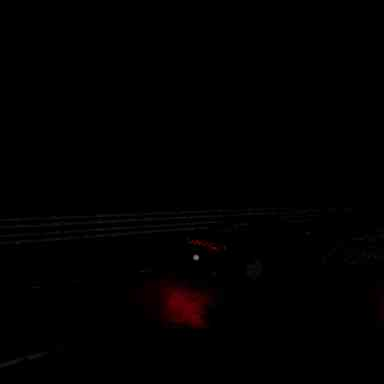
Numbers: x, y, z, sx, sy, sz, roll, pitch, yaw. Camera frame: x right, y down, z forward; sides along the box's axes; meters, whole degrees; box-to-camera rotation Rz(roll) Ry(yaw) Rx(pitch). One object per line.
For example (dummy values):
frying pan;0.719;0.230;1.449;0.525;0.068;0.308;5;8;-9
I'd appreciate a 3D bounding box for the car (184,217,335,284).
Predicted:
car;2.131;1.464;9.625;5.008;1.535;1.882;0;0;-35
